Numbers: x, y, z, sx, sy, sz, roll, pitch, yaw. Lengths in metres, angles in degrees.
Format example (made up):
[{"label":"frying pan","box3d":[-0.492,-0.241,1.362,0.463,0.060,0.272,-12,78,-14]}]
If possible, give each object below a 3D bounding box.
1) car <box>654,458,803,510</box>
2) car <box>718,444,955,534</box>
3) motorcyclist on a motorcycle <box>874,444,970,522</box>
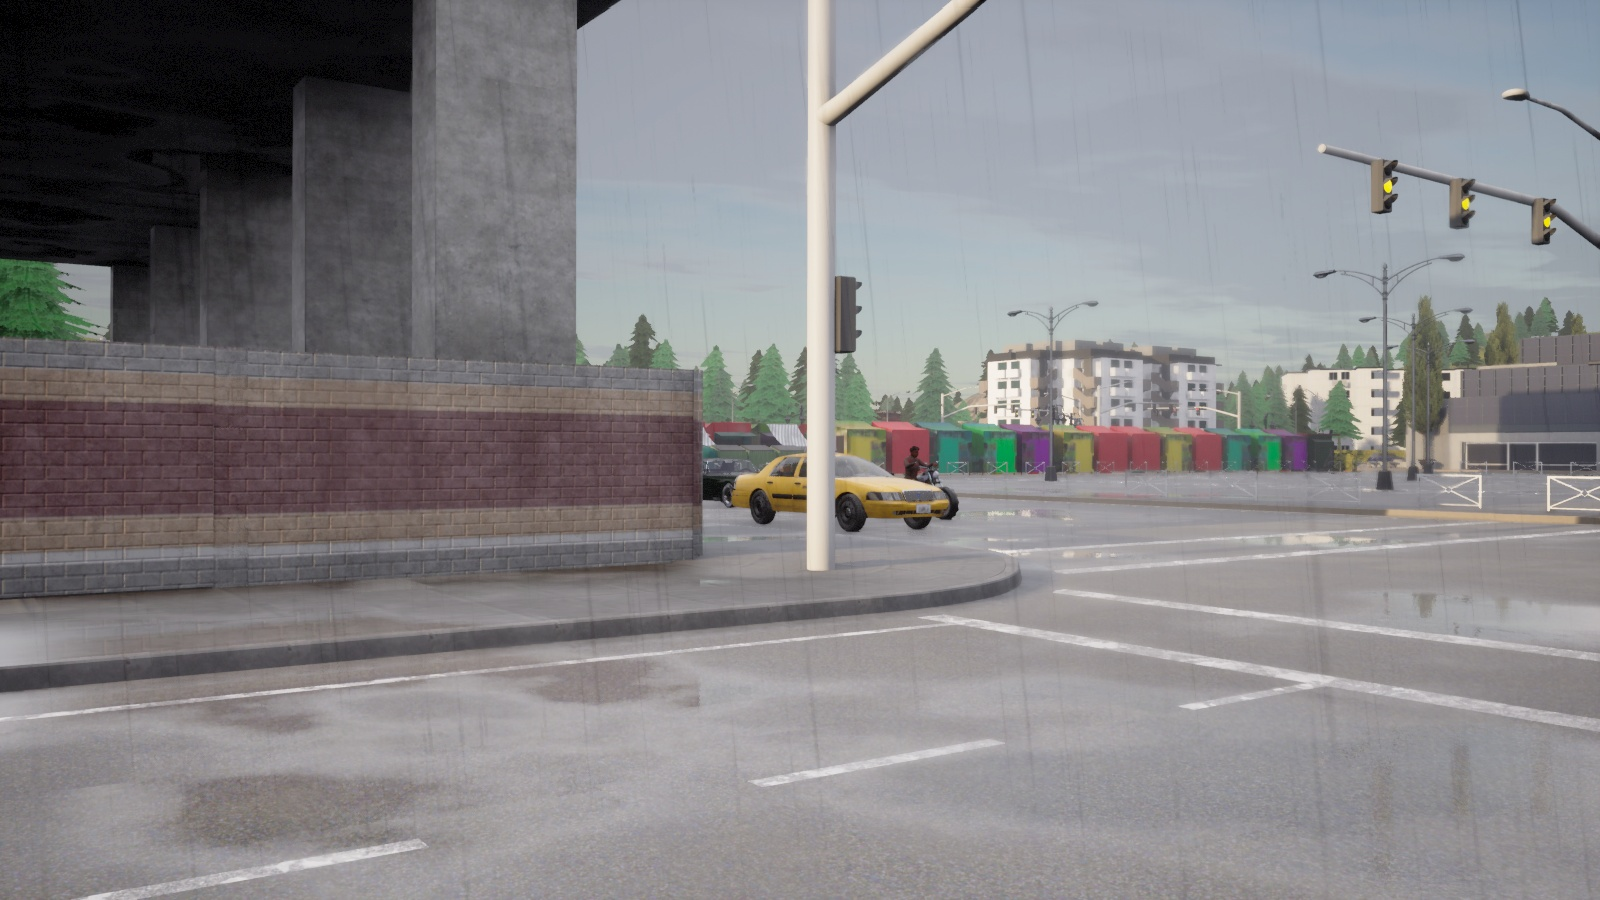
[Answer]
[{"label":"car","box3d":[-2.041,0.879,34.541,1.895,1.301,4.718,0,0,-35]},{"label":"car","box3d":[0.561,0.688,24.736,1.801,1.575,5.366,0,0,-35]},{"label":"motorcyclist on a motorcycle","box3d":[2.673,0.702,27.821,0.766,1.649,2.350,0,0,-35]}]
